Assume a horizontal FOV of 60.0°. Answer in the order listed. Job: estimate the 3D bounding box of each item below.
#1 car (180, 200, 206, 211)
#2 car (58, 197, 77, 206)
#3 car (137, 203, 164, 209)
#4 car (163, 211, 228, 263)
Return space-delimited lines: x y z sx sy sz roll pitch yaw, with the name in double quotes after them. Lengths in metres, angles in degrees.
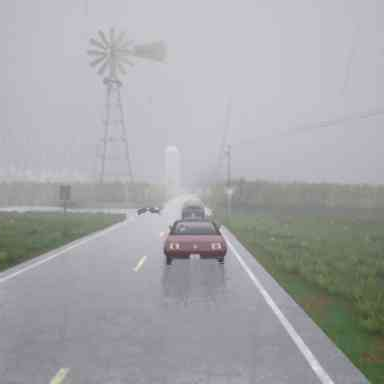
0.088 1.455 27.224 1.837 1.490 4.892 0 0 0 "car"
-17.241 1.133 45.964 1.905 1.878 3.866 0 0 -31 "car"
-3.212 1.106 26.966 2.033 1.411 5.357 0 0 0 "car"
0.095 1.579 11.791 1.895 1.301 4.718 0 0 0 "car"
